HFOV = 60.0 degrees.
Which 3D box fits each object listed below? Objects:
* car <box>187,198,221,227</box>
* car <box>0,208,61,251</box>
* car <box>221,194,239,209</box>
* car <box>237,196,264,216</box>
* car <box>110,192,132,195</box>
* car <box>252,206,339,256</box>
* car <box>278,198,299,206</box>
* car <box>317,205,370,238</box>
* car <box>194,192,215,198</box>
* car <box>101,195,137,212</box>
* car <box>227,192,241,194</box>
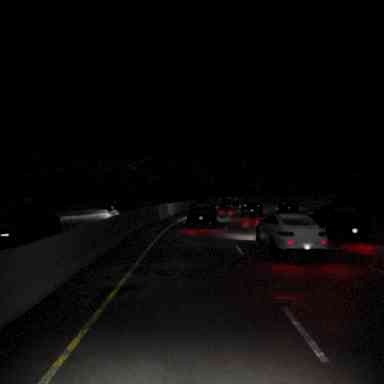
[{"bbox_3d":[0.773,1.397,22.471,1.882,1.535,5.008,0,0,5],"label":"car"},{"bbox_3d":[-6.930,1.436,13.285,2.128,1.511,4.902,0,0,1],"label":"car"},{"bbox_3d":[4.823,1.336,41.585,2.128,1.511,4.902,0,0,18],"label":"car"},{"bbox_3d":[5.602,1.376,30.938,2.128,1.511,4.902,0,0,11],"label":"car"},{"bbox_3d":[-9.547,1.084,43.224,2.150,2.045,5.566,0,0,17],"label":"car"},{"bbox_3d":[3.692,1.488,12.821,1.812,1.442,4.674,0,0,1],"label":"car"},{"bbox_3d":[10.278,1.350,35.437,2.128,1.511,4.902,0,0,15],"label":"car"},{"bbox_3d":[7.353,1.452,17.199,1.837,1.490,4.892,0,0,3],"label":"car"},{"bbox_3d":[2.048,1.037,54.338,2.150,2.045,5.566,0,0,25],"label":"car"},{"bbox_3d":[-7.631,1.368,36.616,2.128,1.511,4.902,0,0,14],"label":"car"},{"bbox_3d":[9.330,1.198,73.632,1.994,1.385,4.181,0,0,34],"label":"car"}]
